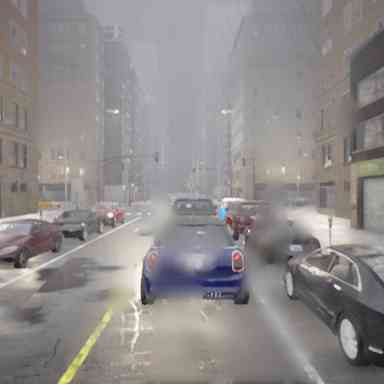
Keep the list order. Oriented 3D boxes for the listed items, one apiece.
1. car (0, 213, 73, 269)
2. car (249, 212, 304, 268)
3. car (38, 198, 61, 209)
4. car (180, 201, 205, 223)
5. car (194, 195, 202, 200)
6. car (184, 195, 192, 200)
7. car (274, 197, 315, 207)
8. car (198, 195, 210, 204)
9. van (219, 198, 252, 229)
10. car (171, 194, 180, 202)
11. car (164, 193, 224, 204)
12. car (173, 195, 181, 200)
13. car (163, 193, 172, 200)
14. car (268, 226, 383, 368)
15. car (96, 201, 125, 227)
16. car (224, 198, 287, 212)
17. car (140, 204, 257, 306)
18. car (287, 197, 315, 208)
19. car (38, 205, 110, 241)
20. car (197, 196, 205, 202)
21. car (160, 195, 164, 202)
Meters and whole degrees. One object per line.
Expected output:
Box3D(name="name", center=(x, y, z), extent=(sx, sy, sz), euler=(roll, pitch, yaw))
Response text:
Box3D(name="car", center=(-5.701, 1.576, 11.070), extent=(1.802, 1.307, 4.206), euler=(0, 0, 0))
Box3D(name="car", center=(2.825, 1.560, 11.107), extent=(1.947, 1.339, 4.313), euler=(0, 0, 0))
Box3D(name="car", center=(-17.855, 1.471, 38.756), extent=(5.008, 1.535, 1.882), euler=(0, 0, -1))
Box3D(name="car", center=(0.010, 1.513, 26.309), extent=(1.812, 1.442, 4.674), euler=(0, 0, -1))
Box3D(name="car", center=(1.632, 1.571, 94.304), extent=(1.887, 1.381, 4.507), euler=(0, 0, -1))
Box3D(name="car", center=(-1.148, 1.569, 91.276), extent=(1.994, 1.385, 4.181), euler=(0, 0, -1))
Box3D(name="car", center=(15.020, 1.515, 49.004), extent=(5.357, 1.411, 2.033), euler=(0, 0, -1))
Box3D(name="car", center=(2.350, 1.433, 66.043), extent=(1.967, 1.590, 4.097), euler=(0, 0, -1))
Box3D(name="van", center=(2.787, 1.330, 22.154), extent=(1.690, 1.788, 3.998), euler=(0, 0, 0))
Box3D(name="car", center=(-3.780, 1.355, 76.693), extent=(2.097, 1.767, 4.553), euler=(0, 0, -1))
Box3D(name="car", center=(0.048, 1.214, 15.742), extent=(2.150, 2.045, 5.566), euler=(0, 0, 0))
Box3D(name="car", center=(-4.138, 1.567, 90.824), extent=(1.994, 1.385, 4.181), euler=(0, 0, -1))
Box3D(name="car", center=(-6.891, 1.341, 94.101), extent=(2.192, 1.841, 5.009), euler=(0, 0, -1))
Box3D(name="car", center=(2.844, 1.548, 5.583), extent=(2.008, 1.369, 4.403), euler=(0, 0, 0))
Box3D(name="car", center=(-5.739, 1.429, 22.119), extent=(1.967, 1.590, 4.097), euler=(0, 0, 0))
Box3D(name="car", center=(2.806, 1.307, 16.631), extent=(2.192, 1.841, 5.009), euler=(0, 0, 0))
Box3D(name="car", center=(0.027, 1.348, 8.206), extent=(2.097, 1.767, 4.553), euler=(0, 0, -1))
Box3D(name="car", center=(14.887, 1.456, 45.752), extent=(4.902, 1.511, 2.128), euler=(0, 0, -1))
Box3D(name="car", center=(-5.720, 1.558, 16.595), extent=(1.947, 1.339, 4.313), euler=(0, 0, 0))
Box3D(name="car", center=(2.063, 1.581, 77.349), extent=(1.802, 1.307, 4.206), euler=(0, 0, -1))
Box3D(name="car", center=(-6.459, 1.439, 77.141), extent=(1.967, 1.590, 4.097), euler=(0, 0, -1))
